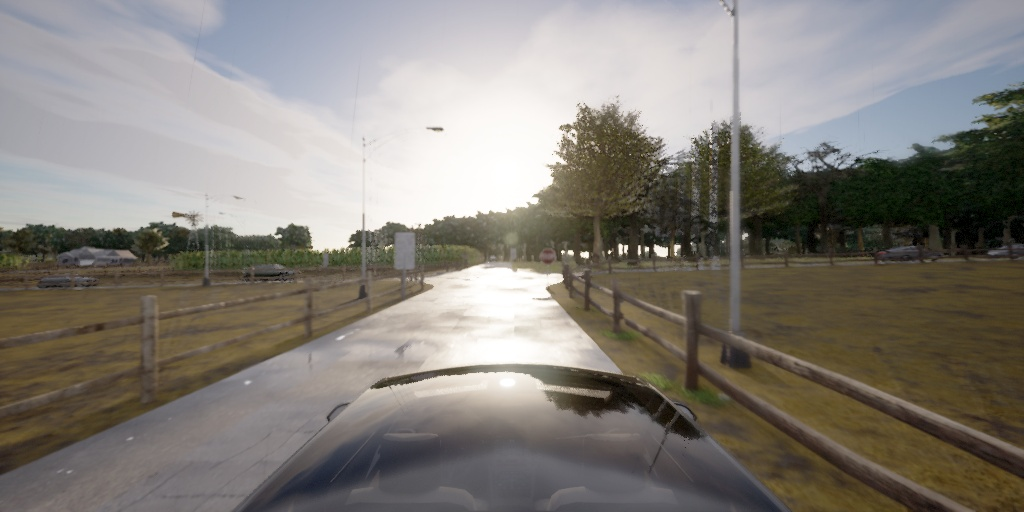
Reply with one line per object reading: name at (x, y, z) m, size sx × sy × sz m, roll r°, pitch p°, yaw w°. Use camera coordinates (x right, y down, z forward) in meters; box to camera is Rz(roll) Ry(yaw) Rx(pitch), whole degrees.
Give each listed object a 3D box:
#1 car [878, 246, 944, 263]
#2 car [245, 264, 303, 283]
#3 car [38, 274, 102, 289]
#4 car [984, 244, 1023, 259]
car at (37.310, -0.156, 33.595) m, size 4.902 × 1.511 × 2.128 m, roll -2°, pitch -2°, yaw 0°
car at (-22.173, 1.568, 33.525) m, size 4.553 × 1.767 × 2.097 m, roll -2°, pitch -2°, yaw 0°
car at (-41.243, 2.333, 33.496) m, size 4.181 × 1.385 × 1.994 m, roll -2°, pitch -2°, yaw 0°
car at (52.075, -0.445, 37.110) m, size 4.902 × 1.511 × 2.128 m, roll -2°, pitch -2°, yaw 0°
